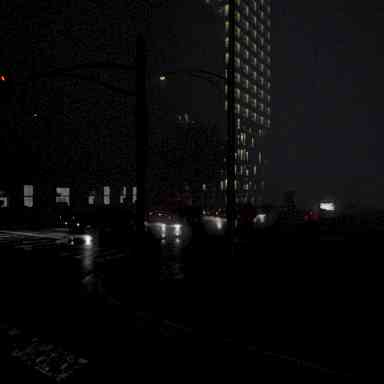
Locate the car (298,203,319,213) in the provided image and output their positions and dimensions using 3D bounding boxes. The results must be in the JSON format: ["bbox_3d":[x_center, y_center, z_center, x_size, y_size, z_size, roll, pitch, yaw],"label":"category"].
[{"bbox_3d":[19.181,2.576,54.718,2.033,1.411,5.357,0,-1,33],"label":"car"}]

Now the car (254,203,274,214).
[{"bbox_3d":[10.331,2.319,47.098,2.128,1.511,4.902,0,-1,33],"label":"car"}]

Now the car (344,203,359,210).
[{"bbox_3d":[31.493,2.837,65.718,1.812,1.442,4.674,0,-1,33],"label":"car"}]

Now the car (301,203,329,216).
[{"bbox_3d":[16.517,2.456,44.499,1.895,1.301,4.718,0,-1,33],"label":"car"}]

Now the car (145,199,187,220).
[{"bbox_3d":[-2.375,1.717,33.462,2.150,2.045,5.566,0,-1,33],"label":"car"}]

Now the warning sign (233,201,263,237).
[{"bbox_3d":[3.139,1.454,18.545,1.300,1.860,1.060,1,1,33],"label":"warning sign"}]

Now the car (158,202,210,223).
[{"bbox_3d":[-0.597,1.972,30.221,1.837,1.490,4.892,0,-1,33],"label":"car"}]

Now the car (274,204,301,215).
[{"bbox_3d":[13.650,2.395,46.054,2.033,1.411,5.357,0,-1,33],"label":"car"}]

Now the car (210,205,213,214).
[{"bbox_3d":[3.151,2.278,42.016,1.895,1.301,4.718,0,-1,33],"label":"car"}]

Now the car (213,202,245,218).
[{"bbox_3d":[4.806,1.998,38.590,2.097,1.767,4.553,0,-1,33],"label":"car"}]

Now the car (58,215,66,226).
[{"bbox_3d":[-7.669,1.921,25.250,1.895,1.301,4.718,0,-1,33],"label":"car"}]

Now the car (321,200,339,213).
[{"bbox_3d":[21.931,2.254,52.985,2.150,2.045,5.566,0,-1,33],"label":"car"}]

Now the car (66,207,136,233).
[{"bbox_3d":[-5.652,1.805,22.384,1.837,1.490,4.892,0,-1,33],"label":"car"}]
